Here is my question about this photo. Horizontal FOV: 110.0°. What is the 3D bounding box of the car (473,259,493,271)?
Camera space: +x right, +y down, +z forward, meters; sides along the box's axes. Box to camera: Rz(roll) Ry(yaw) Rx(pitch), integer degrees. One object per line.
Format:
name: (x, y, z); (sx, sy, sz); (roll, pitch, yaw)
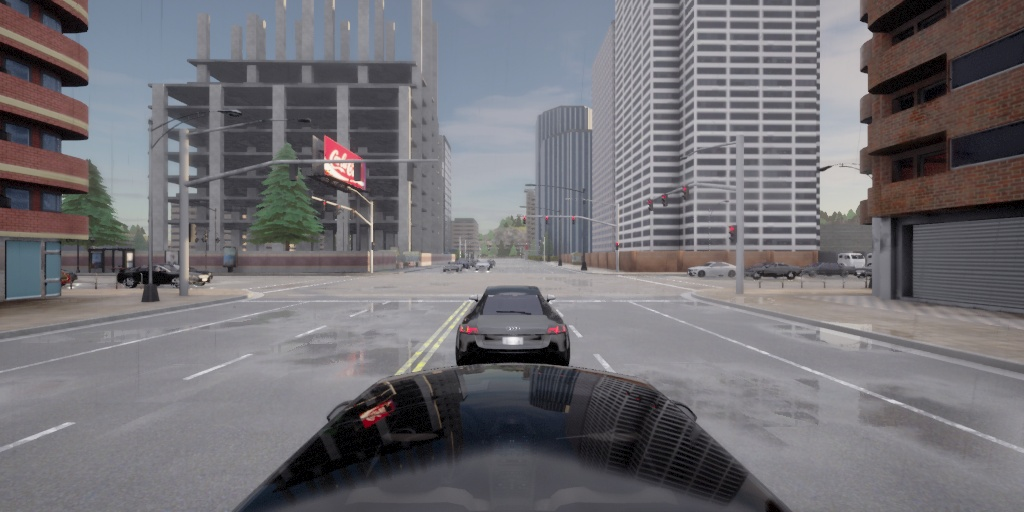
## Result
car: (-4.034, 1.275, 49.973); (1.812, 1.442, 4.674); (0, 0, -1)

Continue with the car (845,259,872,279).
car: (32.227, 1.241, 30.776); (4.902, 1.511, 2.128); (0, 0, -1)

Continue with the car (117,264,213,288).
car: (-22.011, 1.241, 22.787); (4.902, 1.511, 2.128); (0, 0, -1)

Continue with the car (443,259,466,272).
car: (-7.523, 1.351, 45.821); (1.895, 1.301, 4.718); (0, 0, 0)

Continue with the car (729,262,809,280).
car: (21.853, 1.241, 30.638); (4.902, 1.511, 2.128); (0, 0, -1)

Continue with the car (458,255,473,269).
car: (-7.588, 1.102, 54.927); (2.097, 1.767, 4.553); (0, 0, 0)

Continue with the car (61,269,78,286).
car: (-31.113, 1.102, 22.657); (4.553, 1.767, 2.097); (0, 0, -1)

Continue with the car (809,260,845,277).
car: (29.671, 1.297, 34.247); (5.357, 1.411, 2.033); (0, 0, -1)

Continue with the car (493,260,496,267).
car: (-4.113, 1.351, 59.010); (1.895, 1.301, 4.718); (0, 0, -1)

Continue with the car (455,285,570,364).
car: (0.011, 1.314, 7.691); (1.994, 1.385, 4.181); (0, 0, 0)

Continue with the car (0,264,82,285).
car: (-34.594, 1.314, 26.109); (4.181, 1.385, 1.994); (0, 0, -1)

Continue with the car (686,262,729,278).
car: (19.089, 1.276, 34.078); (4.674, 1.442, 1.812); (0, 0, -1)

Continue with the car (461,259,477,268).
car: (-7.643, 1.241, 64.145); (2.128, 1.511, 4.902); (0, 0, 0)
